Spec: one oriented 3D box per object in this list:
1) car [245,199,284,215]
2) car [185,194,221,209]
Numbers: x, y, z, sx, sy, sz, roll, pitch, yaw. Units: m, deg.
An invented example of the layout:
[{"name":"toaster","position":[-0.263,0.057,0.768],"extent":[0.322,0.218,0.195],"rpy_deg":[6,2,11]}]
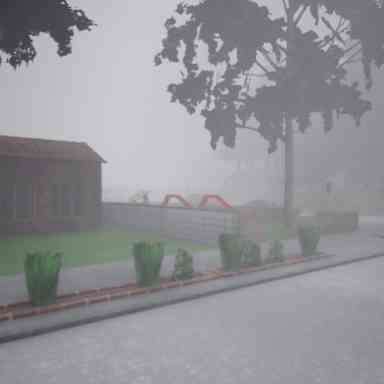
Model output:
[{"name":"car","position":[7.444,1.515,33.662],"extent":[1.837,1.490,4.892],"rpy_deg":[0,0,-35]},{"name":"car","position":[1.320,1.230,42.272],"extent":[2.150,2.045,5.566],"rpy_deg":[0,0,-36]}]
